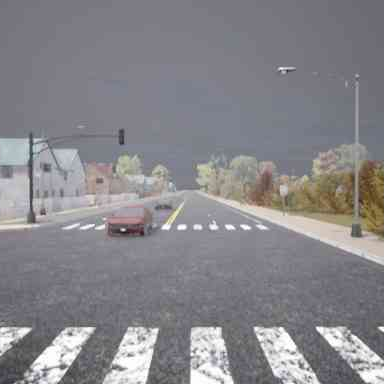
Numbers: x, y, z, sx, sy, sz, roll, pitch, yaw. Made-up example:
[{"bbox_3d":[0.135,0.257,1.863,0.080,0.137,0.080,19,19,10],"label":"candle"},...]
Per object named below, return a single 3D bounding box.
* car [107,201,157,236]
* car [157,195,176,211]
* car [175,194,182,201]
[{"bbox_3d":[-3.251,1.495,18.190,1.882,1.535,5.008,0,0,0],"label":"car"},{"bbox_3d":[-3.255,1.417,39.661,1.882,1.535,5.008,0,0,0],"label":"car"},{"bbox_3d":[-3.255,1.240,74.949,1.812,1.442,4.674,0,0,0],"label":"car"}]
